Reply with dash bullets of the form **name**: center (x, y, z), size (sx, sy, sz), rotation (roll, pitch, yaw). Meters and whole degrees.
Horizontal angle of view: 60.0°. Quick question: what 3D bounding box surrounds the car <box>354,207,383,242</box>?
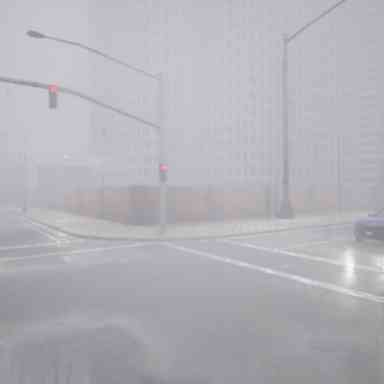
- **car**: center (9.099, 1.353, 14.589), size (5.008, 1.535, 1.882), rotation (-1, 0, -34)
